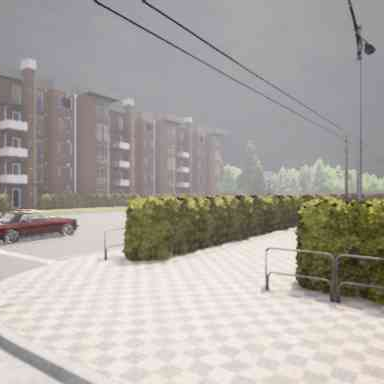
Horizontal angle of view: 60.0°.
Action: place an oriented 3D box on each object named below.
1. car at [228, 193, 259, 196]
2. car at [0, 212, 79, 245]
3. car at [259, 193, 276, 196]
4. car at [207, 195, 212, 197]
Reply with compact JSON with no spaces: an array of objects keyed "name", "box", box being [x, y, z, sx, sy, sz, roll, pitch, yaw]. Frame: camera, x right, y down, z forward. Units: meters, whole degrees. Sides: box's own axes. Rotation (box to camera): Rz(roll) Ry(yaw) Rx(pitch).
[{"name":"car","box":[7.030,1.216,47.954,2.150,2.045,5.566,0,0,36]},{"name":"car","box":[-7.771,1.597,15.846,1.895,1.301,4.718,0,0,30]},{"name":"car","box":[11.002,1.216,47.438,2.150,2.045,5.566,0,0,37]},{"name":"car","box":[3.196,1.345,48.651,2.097,1.767,4.553,0,0,36]}]
